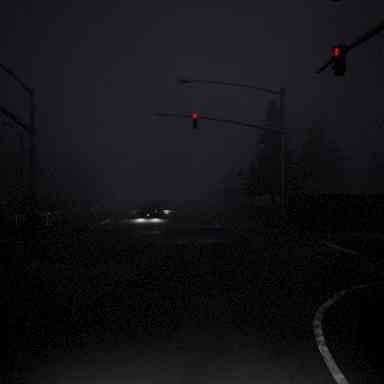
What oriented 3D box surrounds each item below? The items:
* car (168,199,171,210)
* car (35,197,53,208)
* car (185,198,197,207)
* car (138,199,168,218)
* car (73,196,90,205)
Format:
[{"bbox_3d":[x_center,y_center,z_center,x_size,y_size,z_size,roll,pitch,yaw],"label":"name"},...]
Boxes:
[{"bbox_3d":[-3.705,1.548,42.877,2.033,1.411,5.357,0,0,0],"label":"car"},{"bbox_3d":[-20.633,1.384,45.611,1.970,1.475,3.806,0,0,0],"label":"car"},{"bbox_3d":[-0.139,1.601,51.236,1.895,1.301,4.718,0,0,0],"label":"car"},{"bbox_3d":[-3.684,1.547,30.582,2.033,1.411,5.357,0,0,0],"label":"car"},{"bbox_3d":[-17.600,1.374,53.010,1.845,1.501,3.633,0,0,0],"label":"car"}]
